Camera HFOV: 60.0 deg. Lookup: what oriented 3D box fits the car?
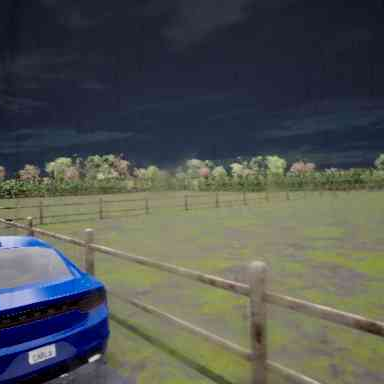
[{"bbox_3d":[-3.096,1.424,5.100,1.882,1.535,5.008,-2,2,-41],"label":"car"}]
